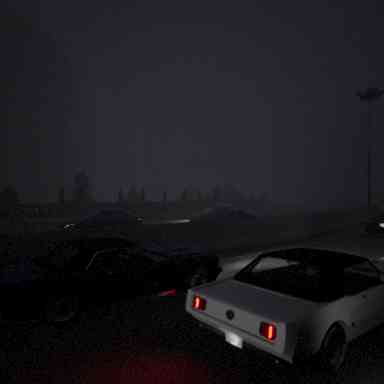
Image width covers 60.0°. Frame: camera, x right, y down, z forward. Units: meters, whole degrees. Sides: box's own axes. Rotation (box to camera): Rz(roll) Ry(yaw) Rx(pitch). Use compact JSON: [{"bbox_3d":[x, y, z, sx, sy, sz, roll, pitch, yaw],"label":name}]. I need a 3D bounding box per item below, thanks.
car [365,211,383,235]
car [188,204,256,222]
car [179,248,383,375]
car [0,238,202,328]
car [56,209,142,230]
[{"bbox_3d":[11.634,1.788,19.415,1.994,1.385,4.181,0,-1,42],"label":"car"},{"bbox_3d":[1.826,1.664,19.580,4.902,1.511,2.128,1,-1,-44],"label":"car"},{"bbox_3d":[2.280,1.661,5.733,4.718,1.301,1.895,1,-1,-39],"label":"car"},{"bbox_3d":[-1.614,1.651,7.098,4.718,1.301,1.895,1,-1,-37],"label":"car"},{"bbox_3d":[-4.947,1.649,18.162,4.674,1.442,1.812,1,-1,-41],"label":"car"}]
